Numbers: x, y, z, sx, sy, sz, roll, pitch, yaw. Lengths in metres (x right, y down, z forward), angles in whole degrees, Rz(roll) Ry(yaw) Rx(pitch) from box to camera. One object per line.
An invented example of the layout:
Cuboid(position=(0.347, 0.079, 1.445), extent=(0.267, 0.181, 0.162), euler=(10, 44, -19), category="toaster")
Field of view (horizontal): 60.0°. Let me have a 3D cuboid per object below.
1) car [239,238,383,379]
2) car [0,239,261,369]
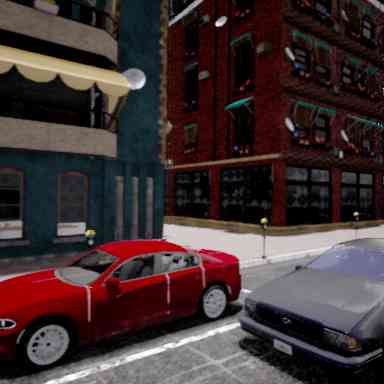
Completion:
Cuboid(position=(3.288, 1.558, 5.749), extent=(5.357, 1.411, 2.033), euler=(0, 0, -36), category="car")
Cuboid(position=(-1.124, 1.559, 5.750), extent=(4.507, 1.381, 1.887), euler=(0, 1, -36), category="car")
